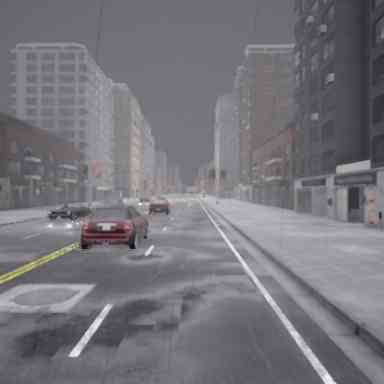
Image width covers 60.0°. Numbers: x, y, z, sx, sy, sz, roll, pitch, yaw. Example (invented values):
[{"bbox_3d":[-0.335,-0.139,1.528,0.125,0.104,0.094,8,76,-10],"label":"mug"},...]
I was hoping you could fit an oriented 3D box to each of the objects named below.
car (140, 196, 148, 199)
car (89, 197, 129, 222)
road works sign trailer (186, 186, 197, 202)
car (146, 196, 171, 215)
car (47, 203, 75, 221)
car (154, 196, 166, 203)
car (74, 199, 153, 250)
[{"bbox_3d":[-9.768,1.546,68.839,1.895,1.301,4.718,0,0,0],"label":"car"},{"bbox_3d":[-6.604,1.338,27.074,2.097,1.767,4.553,0,0,0],"label":"car"},{"bbox_3d":[-0.018,0.431,72.483,2.380,3.560,2.880,0,0,0],"label":"road works sign trailer"},{"bbox_3d":[-3.147,1.460,33.457,1.882,1.535,5.008,0,0,0],"label":"car"},{"bbox_3d":[-9.855,1.587,26.828,1.895,1.301,4.718,0,0,0],"label":"car"},{"bbox_3d":[-6.518,1.491,68.870,2.033,1.411,5.357,0,0,0],"label":"car"},{"bbox_3d":[-3.155,1.344,14.403,2.097,1.767,4.553,0,0,0],"label":"car"}]
